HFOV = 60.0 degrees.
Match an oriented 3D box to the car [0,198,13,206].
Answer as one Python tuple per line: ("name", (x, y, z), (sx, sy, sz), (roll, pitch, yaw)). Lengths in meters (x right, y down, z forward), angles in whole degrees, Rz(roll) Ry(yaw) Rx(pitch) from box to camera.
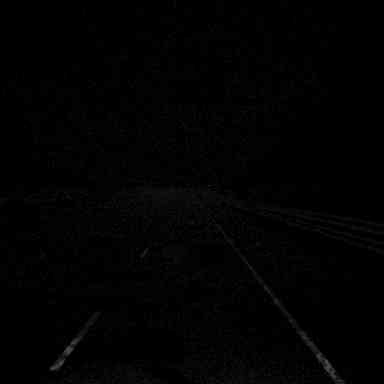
("car", (-21.094, 1.520, 37.787), (1.882, 1.535, 5.008), (0, 0, 0))

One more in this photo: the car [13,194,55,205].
("car", (-17.598, 1.261, 37.906), (2.150, 2.045, 5.566), (0, 0, 0))
